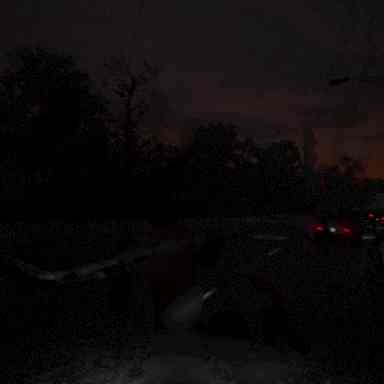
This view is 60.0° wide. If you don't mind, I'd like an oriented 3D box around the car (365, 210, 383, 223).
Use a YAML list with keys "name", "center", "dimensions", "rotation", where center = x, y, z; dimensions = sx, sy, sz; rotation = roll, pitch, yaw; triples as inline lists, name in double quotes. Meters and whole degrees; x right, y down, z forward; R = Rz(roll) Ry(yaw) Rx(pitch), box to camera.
- name: "car"
  center: [20.767, 2.750, 36.796]
  dimensions: [1.812, 1.442, 4.674]
  rotation: [1, -2, 35]

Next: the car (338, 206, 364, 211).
- name: "car"
  center: [18.109, 2.539, 38.663]
  dimensions: [2.097, 1.767, 4.553]
  rotation: [1, -2, 35]

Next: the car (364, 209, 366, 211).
- name: "car"
  center: [23.806, 3.093, 46.750]
  dimensions: [1.812, 1.442, 4.674]
  rotation: [1, -2, 35]

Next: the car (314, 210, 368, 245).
- name: "car"
  center: [7.830, 1.886, 17.571]
  dimensions: [2.033, 1.411, 5.357]
  rotation: [1, -2, 31]
